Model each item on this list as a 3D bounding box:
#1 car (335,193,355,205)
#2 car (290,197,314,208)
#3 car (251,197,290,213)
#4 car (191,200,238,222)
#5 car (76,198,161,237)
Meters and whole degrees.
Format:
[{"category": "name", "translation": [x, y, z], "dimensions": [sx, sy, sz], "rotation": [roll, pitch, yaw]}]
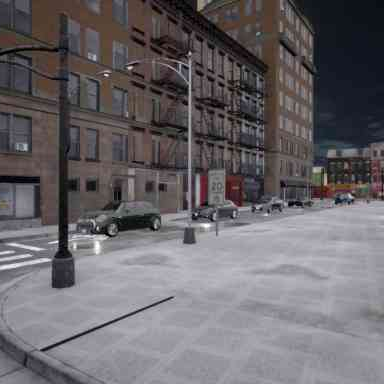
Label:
[{"category": "car", "translation": [22.840, 0.954, 49.563], "dimensions": [2.097, 1.767, 4.553], "rotation": [0, 1, 36]}, {"category": "car", "translation": [13.396, 1.267, 40.970], "dimensions": [1.895, 1.301, 4.718], "rotation": [0, 1, 36]}, {"category": "car", "translation": [7.525, 1.222, 32.869], "dimensions": [2.128, 1.511, 4.902], "rotation": [0, 1, 36]}, {"category": "car", "translation": [1.706, 1.304, 24.781], "dimensions": [1.837, 1.490, 4.892], "rotation": [0, 1, 36]}, {"category": "car", "translation": [-3.699, 1.218, 17.308], "dimensions": [2.097, 1.767, 4.553], "rotation": [0, 1, 37]}]
